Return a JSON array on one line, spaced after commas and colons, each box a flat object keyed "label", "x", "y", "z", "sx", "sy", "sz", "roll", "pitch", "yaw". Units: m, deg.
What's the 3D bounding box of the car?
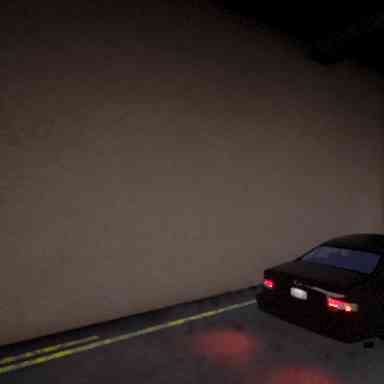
[{"label": "car", "x": 3.620, "y": 1.529, "z": 6.341, "sx": 5.357, "sy": 1.411, "sz": 2.033, "roll": 0, "pitch": 0, "yaw": -35}]
